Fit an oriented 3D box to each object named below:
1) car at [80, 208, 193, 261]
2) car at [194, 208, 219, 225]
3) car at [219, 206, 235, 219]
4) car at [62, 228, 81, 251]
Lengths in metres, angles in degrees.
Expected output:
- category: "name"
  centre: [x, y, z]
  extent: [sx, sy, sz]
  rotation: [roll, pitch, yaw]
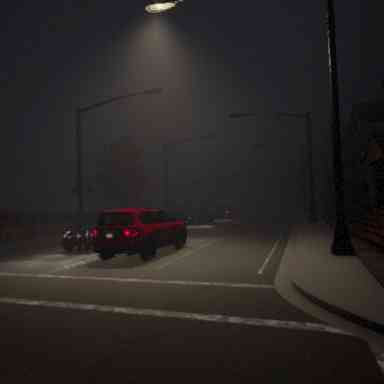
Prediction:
- category: "car"
  centre: [-2.106, 1.744, 14.730]
  extent: [2.150, 2.045, 5.566]
  rotation: [-3, -2, 20]
- category: "car"
  centre: [1.077, 2.637, 35.311]
  extent: [1.812, 1.442, 4.674]
  rotation: [-3, -2, 18]
- category: "car"
  centre: [4.347, 2.678, 45.053]
  extent: [2.097, 1.767, 4.553]
  rotation: [-3, -2, 19]
- category: "car"
  centre: [-4.776, 2.074, 17.764]
  extent: [2.097, 1.767, 4.553]
  rotation: [-3, -2, 18]
